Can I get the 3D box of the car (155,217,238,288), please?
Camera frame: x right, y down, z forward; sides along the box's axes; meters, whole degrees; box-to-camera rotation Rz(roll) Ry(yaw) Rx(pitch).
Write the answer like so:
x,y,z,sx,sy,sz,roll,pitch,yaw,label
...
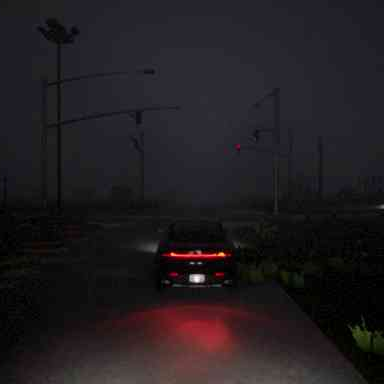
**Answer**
x,y,z,sx,sy,sz,roll,pitch,yaw,label
0.096,1.427,8.954,1.837,1.490,4.892,0,0,0,car
